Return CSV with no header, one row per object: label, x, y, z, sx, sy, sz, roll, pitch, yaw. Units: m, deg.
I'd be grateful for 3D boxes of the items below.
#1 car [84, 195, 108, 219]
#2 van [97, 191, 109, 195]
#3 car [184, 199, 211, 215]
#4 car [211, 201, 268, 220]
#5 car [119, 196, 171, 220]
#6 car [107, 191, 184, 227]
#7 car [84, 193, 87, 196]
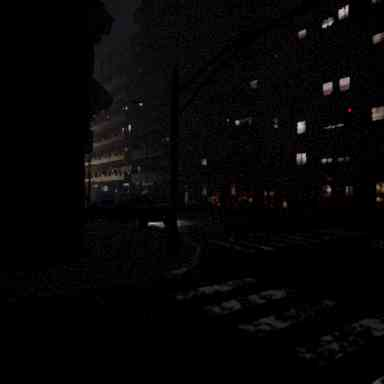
car,-6.282,1.189,24.974,1.887,1.381,4.507,2,0,-36
van,-12.524,0.738,47.908,1.690,1.788,3.998,2,0,-36
car,0.530,1.301,29.853,1.802,1.307,4.206,2,0,-36
car,3.795,1.365,25.340,1.947,1.339,4.313,2,0,-36
car,-3.804,1.154,25.949,1.882,1.535,5.008,1,1,-36
car,-3.010,1.040,20.461,2.192,1.841,5.009,2,0,-36
car,-19.059,0.781,56.933,1.887,1.381,4.507,2,0,-36
